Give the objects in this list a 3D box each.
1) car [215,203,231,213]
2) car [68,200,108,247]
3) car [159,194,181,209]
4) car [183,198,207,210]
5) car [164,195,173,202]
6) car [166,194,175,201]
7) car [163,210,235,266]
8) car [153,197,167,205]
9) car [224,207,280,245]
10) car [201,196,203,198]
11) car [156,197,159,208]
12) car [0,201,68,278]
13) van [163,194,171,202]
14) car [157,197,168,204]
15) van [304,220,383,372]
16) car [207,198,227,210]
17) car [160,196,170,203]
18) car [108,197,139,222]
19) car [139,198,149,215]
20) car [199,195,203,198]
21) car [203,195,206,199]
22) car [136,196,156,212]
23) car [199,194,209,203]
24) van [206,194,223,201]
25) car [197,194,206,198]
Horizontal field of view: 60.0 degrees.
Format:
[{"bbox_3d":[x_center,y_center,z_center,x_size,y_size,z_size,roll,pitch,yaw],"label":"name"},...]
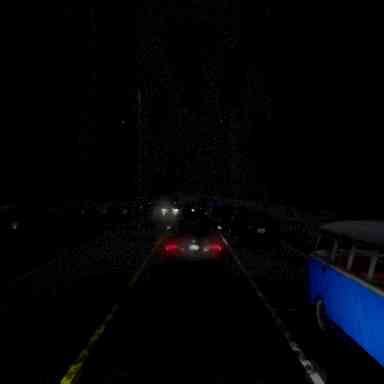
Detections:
[{"bbox_3d":[2.772,1.593,20.963,1.947,1.339,4.313,0,0,0],"label":"car"},{"bbox_3d":[-5.755,1.334,15.340,2.192,1.841,5.009,0,0,0],"label":"car"},{"bbox_3d":[-3.066,1.420,47.040,2.097,1.767,4.553,0,0,0],"label":"car"},{"bbox_3d":[0.101,1.608,32.077,1.994,1.385,4.181,0,0,0],"label":"car"},{"bbox_3d":[-5.729,1.584,82.655,1.967,1.590,4.097,0,0,0],"label":"car"},{"bbox_3d":[-5.727,1.472,88.264,2.192,1.841,5.009,0,0,0],"label":"car"},{"bbox_3d":[0.072,1.562,11.546,2.033,1.411,5.357,0,0,0],"label":"car"},{"bbox_3d":[-5.738,1.645,60.217,2.008,1.369,4.403,0,0,0],"label":"car"},{"bbox_3d":[2.770,1.585,15.353,1.947,1.339,4.313,0,0,0],"label":"car"},{"bbox_3d":[2.785,1.649,54.617,1.947,1.339,4.313,0,0,0],"label":"car"},{"bbox_3d":[-5.742,1.638,48.998,1.947,1.339,4.313,0,0,0],"label":"car"},{"bbox_3d":[-5.757,1.327,9.732,2.192,1.841,5.009,0,0,0],"label":"car"},{"bbox_3d":[-5.731,1.472,77.045,1.690,1.788,3.998,0,0,0],"label":"van"},{"bbox_3d":[-5.736,1.688,65.826,1.802,1.307,4.206,0,0,0],"label":"car"},{"bbox_3d":[2.766,1.346,4.136,1.690,1.788,3.998,0,0,0],"label":"van"},{"bbox_3d":[2.776,1.589,32.181,1.887,1.381,4.507,0,0,0],"label":"car"},{"bbox_3d":[-5.733,1.644,71.266,1.752,1.417,4.829,0,0,0],"label":"car"},{"bbox_3d":[-5.751,1.476,26.560,1.967,1.590,4.097,0,0,0],"label":"car"},{"bbox_3d":[-5.749,1.595,32.169,2.008,1.369,4.403,0,0,0],"label":"car"},{"bbox_3d":[2.789,1.688,65.835,1.802,1.307,4.206,0,0,0],"label":"car"},{"bbox_3d":[2.781,1.502,43.399,1.967,1.590,4.097,0,0,0],"label":"car"},{"bbox_3d":[-5.746,1.368,37.779,2.192,1.841,5.009,0,0,0],"label":"car"},{"bbox_3d":[2.794,1.446,77.054,2.192,1.841,5.009,0,0,0],"label":"car"},{"bbox_3d":[2.779,1.394,37.790,1.690,1.788,3.998,0,0,0],"label":"van"},{"bbox_3d":[2.792,1.433,71.445,2.192,1.841,5.009,0,0,0],"label":"car"}]
